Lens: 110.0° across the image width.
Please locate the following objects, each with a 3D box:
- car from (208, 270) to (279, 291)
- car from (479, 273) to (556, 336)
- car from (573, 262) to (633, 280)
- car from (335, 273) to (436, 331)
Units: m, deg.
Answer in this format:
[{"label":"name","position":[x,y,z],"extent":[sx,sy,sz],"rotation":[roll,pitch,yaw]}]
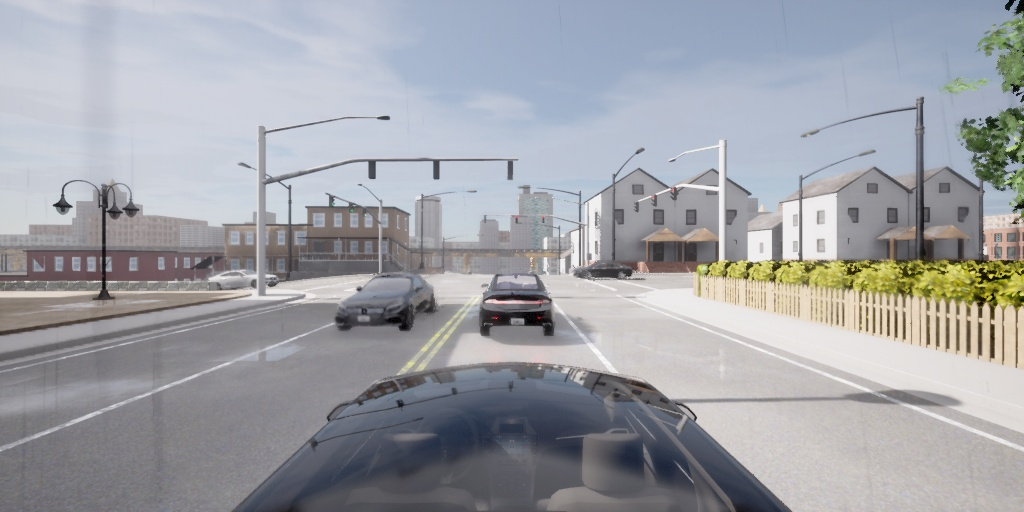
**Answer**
[{"label":"car","position":[-19.659,1.742,26.244],"extent":[4.674,1.442,1.812],"rotation":[-4,0,1]},{"label":"car","position":[0.118,1.242,10.372],"extent":[2.128,1.511,4.902],"rotation":[0,0,0]},{"label":"car","position":[7.635,1.262,30.298],"extent":[4.892,1.490,1.837],"rotation":[0,0,-1]},{"label":"car","position":[-3.606,1.276,11.078],"extent":[1.812,1.442,4.674],"rotation":[0,0,0]}]
